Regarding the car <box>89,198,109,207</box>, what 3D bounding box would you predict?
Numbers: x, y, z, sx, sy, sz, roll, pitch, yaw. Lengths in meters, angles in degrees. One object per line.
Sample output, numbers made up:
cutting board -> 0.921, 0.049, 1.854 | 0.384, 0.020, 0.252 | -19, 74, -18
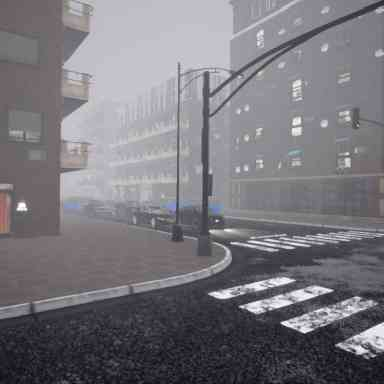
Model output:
car -> -15.062, 1.730, 53.685 | 1.802, 1.307, 4.206 | 1, -1, -35

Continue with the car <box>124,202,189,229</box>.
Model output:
car -> -2.440, 1.540, 21.600 | 2.008, 1.369, 4.403 | 1, -1, -35

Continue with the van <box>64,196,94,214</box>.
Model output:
van -> -11.989, 1.361, 35.403 | 1.690, 1.788, 3.998 | 1, -1, -35

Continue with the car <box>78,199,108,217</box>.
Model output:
car -> -8.808, 1.592, 30.801 | 1.802, 1.307, 4.206 | 1, -1, -35

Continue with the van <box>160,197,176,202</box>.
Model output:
van -> -2.326, 1.450, 35.286 | 1.690, 1.788, 3.998 | 1, -1, -35

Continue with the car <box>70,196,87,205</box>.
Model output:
car -> -21.427, 1.606, 62.887 | 1.967, 1.590, 4.097 | 1, -1, -35

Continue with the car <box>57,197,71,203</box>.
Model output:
car -> -27.795, 1.727, 72.086 | 1.887, 1.381, 4.507 | 1, -1, -35

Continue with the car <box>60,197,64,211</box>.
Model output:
car -> -15.174, 1.581, 40.001 | 2.008, 1.369, 4.403 | 1, -1, -35

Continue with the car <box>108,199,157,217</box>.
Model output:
car -> -5.517, 1.528, 30.381 | 2.128, 1.511, 4.902 | 1, -1, -35

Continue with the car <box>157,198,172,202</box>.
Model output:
car -> -4.502, 1.624, 33.910 | 2.033, 1.411, 5.357 | 1, -1, -35

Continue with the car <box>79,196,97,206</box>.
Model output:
car -> -18.244, 1.597, 58.286 | 1.967, 1.590, 4.097 | 1, -1, -35

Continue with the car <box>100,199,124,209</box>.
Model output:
car -> -11.878, 1.683, 49.085 | 1.887, 1.381, 4.507 | 1, -1, -35

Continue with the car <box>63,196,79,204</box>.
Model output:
car -> -24.611, 1.615, 67.487 | 1.967, 1.590, 4.097 | 1, -1, -35

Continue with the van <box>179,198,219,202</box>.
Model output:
van -> 0.857, 1.439, 30.686 | 1.690, 1.788, 3.998 | 1, -1, -35

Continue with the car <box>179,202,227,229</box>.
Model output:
car -> 0.388, 1.581, 21.845 | 1.994, 1.385, 4.181 | 1, -1, -35
